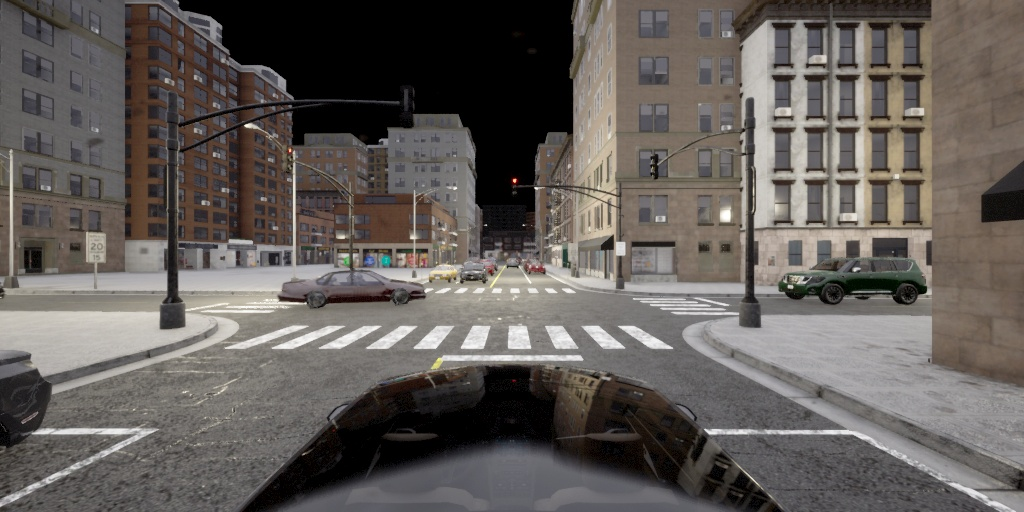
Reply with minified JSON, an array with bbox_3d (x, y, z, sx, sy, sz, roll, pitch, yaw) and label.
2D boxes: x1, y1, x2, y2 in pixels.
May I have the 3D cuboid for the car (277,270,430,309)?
[{"bbox_3d":[-6.242,1.275,14.492,5.357,1.411,2.033,0,0,-18],"label":"car"}]

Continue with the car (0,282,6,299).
[{"bbox_3d":[-22.065,1.141,13.297,4.902,1.511,2.128,0,0,0],"label":"car"}]

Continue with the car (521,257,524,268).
[{"bbox_3d":[2.653,1.066,45.470,2.192,1.841,5.009,0,0,0],"label":"car"}]

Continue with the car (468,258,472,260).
[{"bbox_3d":[-5.372,1.302,45.473,2.007,1.370,4.403,0,0,0],"label":"car"}]

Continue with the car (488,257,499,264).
[{"bbox_3d":[-2.820,1.257,47.952,1.837,1.490,4.892,0,0,0],"label":"car"}]

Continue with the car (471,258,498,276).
[{"bbox_3d":[-2.839,1.229,37.536,1.882,1.535,5.008,0,0,0],"label":"car"}]

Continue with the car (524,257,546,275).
[{"bbox_3d":[2.651,1.191,39.808,1.967,1.591,4.097,0,0,0],"label":"car"}]

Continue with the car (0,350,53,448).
[{"bbox_3d":[-5.388,1.300,1.642,2.007,1.370,4.403,0,0,0],"label":"car"}]

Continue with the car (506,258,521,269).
[{"bbox_3d":[0.114,1.317,58.538,1.994,1.385,4.181,0,0,1],"label":"car"}]

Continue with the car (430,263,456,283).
[{"bbox_3d":[-5.379,1.276,28.317,1.751,1.417,4.829,0,0,0],"label":"car"}]

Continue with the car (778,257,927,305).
[{"bbox_3d":[15.349,1.056,16.293,5.566,2.045,2.150,0,0,-2],"label":"car"}]

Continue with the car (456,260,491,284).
[{"bbox_3d":[-2.819,1.255,27.219,1.837,1.490,4.892,0,0,-1],"label":"car"}]
